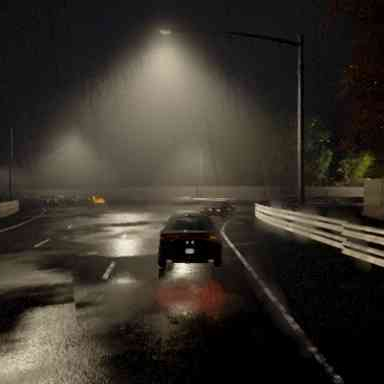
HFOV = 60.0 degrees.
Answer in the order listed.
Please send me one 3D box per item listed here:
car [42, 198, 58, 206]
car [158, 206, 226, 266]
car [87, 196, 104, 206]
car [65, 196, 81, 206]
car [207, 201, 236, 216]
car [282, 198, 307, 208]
[{"bbox_3d":[-23.195,1.596,54.205,1.895,1.301,4.718,0,0,-32],"label":"car"},{"bbox_3d":[-0.067,1.467,11.567,1.882,1.535,5.008,0,0,0],"label":"car"},{"bbox_3d":[-16.307,1.458,56.284,1.882,1.535,5.008,0,0,-31],"label":"car"},{"bbox_3d":[-19.826,1.479,55.327,2.128,1.511,4.902,0,0,-31],"label":"car"},{"bbox_3d":[2.439,1.516,29.486,2.033,1.411,5.357,0,0,22],"label":"car"},{"bbox_3d":[14.166,1.494,45.932,4.181,1.385,1.994,0,0,-43],"label":"car"}]
